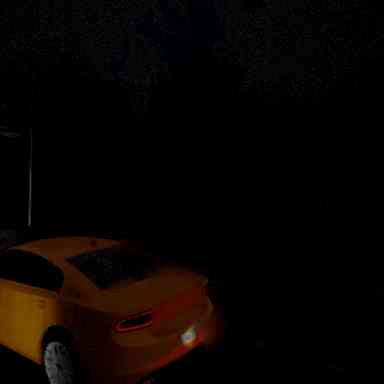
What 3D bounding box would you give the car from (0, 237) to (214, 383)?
[{"bbox_3d":[-2.050,1.444,5.146,5.008,1.535,1.882,0,0,35],"label":"car"}]
